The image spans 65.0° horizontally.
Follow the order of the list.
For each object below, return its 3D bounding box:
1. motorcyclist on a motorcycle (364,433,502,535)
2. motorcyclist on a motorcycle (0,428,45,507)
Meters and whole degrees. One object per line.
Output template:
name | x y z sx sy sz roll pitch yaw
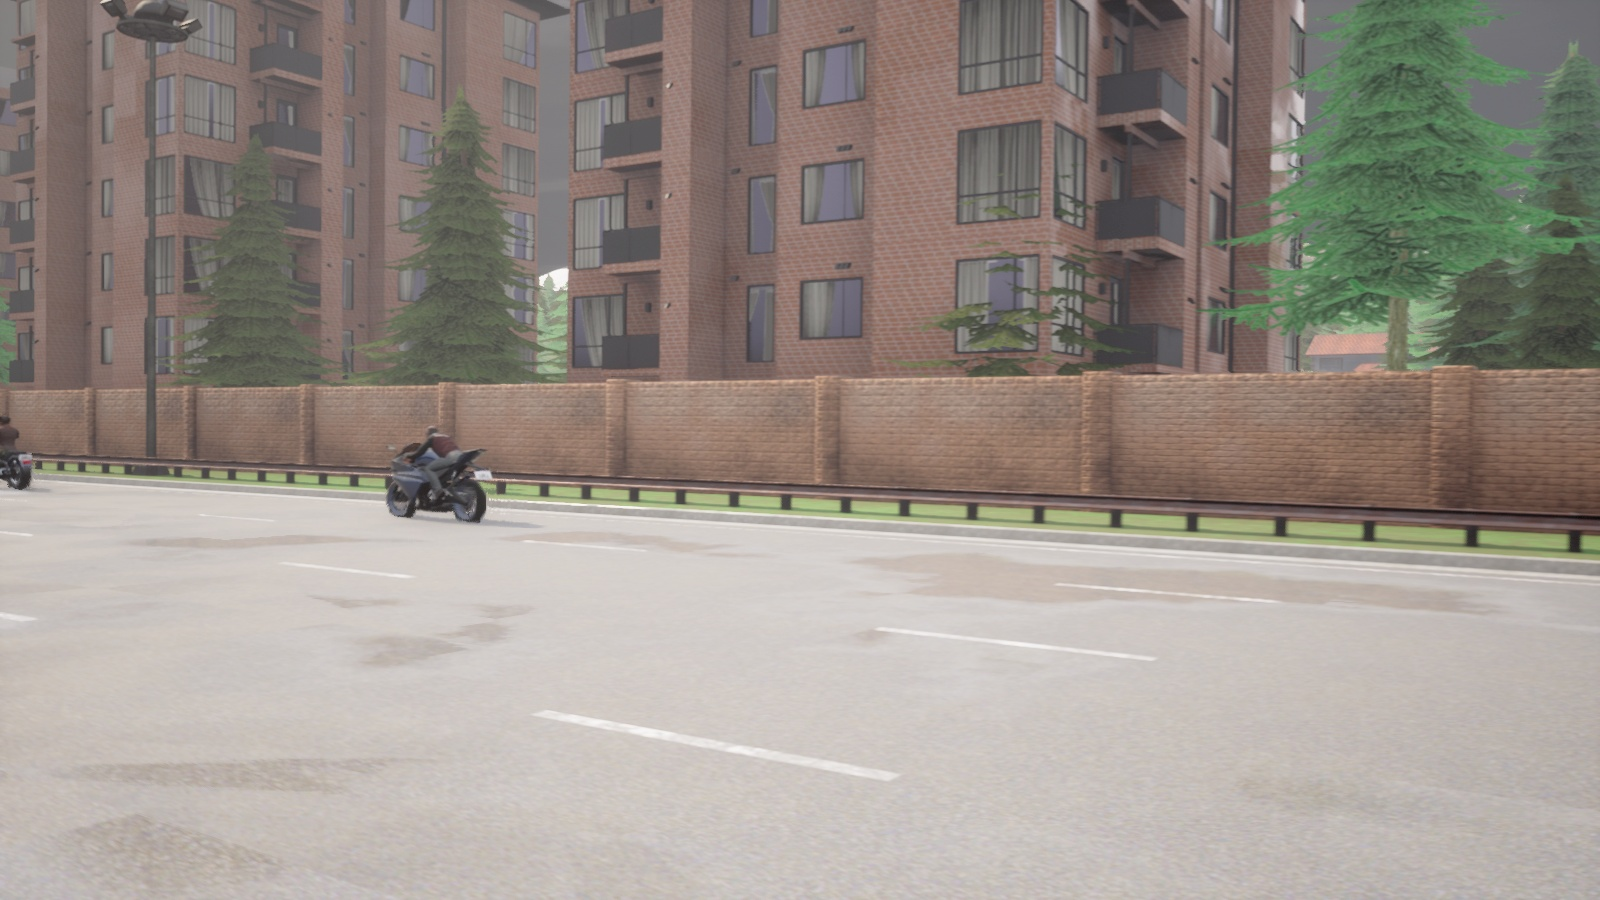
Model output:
motorcyclist on a motorcycle | -5.801 0.498 19.806 2.191 1.530 0.866 0 1 33
motorcyclist on a motorcycle | -17.468 0.367 27.358 2.350 1.649 0.766 0 1 33
